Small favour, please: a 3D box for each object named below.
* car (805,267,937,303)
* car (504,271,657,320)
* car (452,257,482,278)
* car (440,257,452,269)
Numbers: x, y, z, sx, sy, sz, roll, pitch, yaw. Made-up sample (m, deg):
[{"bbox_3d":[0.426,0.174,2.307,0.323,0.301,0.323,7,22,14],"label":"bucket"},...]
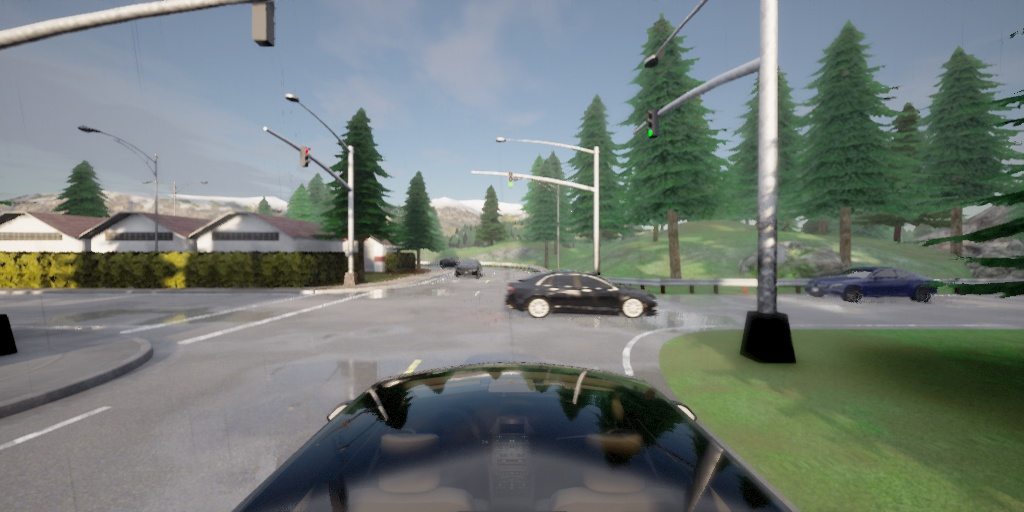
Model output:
[{"bbox_3d":[15.362,1.184,15.427,4.674,1.442,1.812,0,0,-1],"label":"car"},{"bbox_3d":[2.199,1.248,11.755,4.892,1.490,1.837,1,0,0],"label":"car"},{"bbox_3d":[-3.620,1.003,30.610,1.882,1.535,5.008,0,0,0],"label":"car"},{"bbox_3d":[-7.196,0.900,45.735,4.902,1.511,2.128,0,0,41],"label":"car"}]
